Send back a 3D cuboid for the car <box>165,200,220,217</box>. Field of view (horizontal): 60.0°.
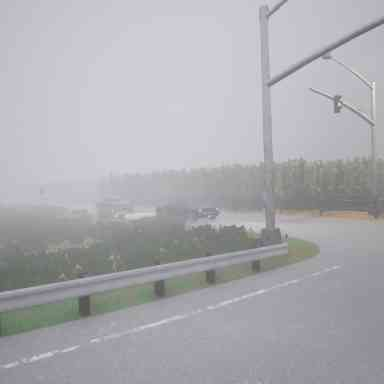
[{"bbox_3d":[-0.355,1.177,22.035,1.895,1.301,4.718,-3,2,-41],"label":"car"}]

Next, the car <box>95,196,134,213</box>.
[{"bbox_3d":[-7.024,1.121,29.833,1.837,1.490,4.892,-3,2,-40],"label":"car"}]
